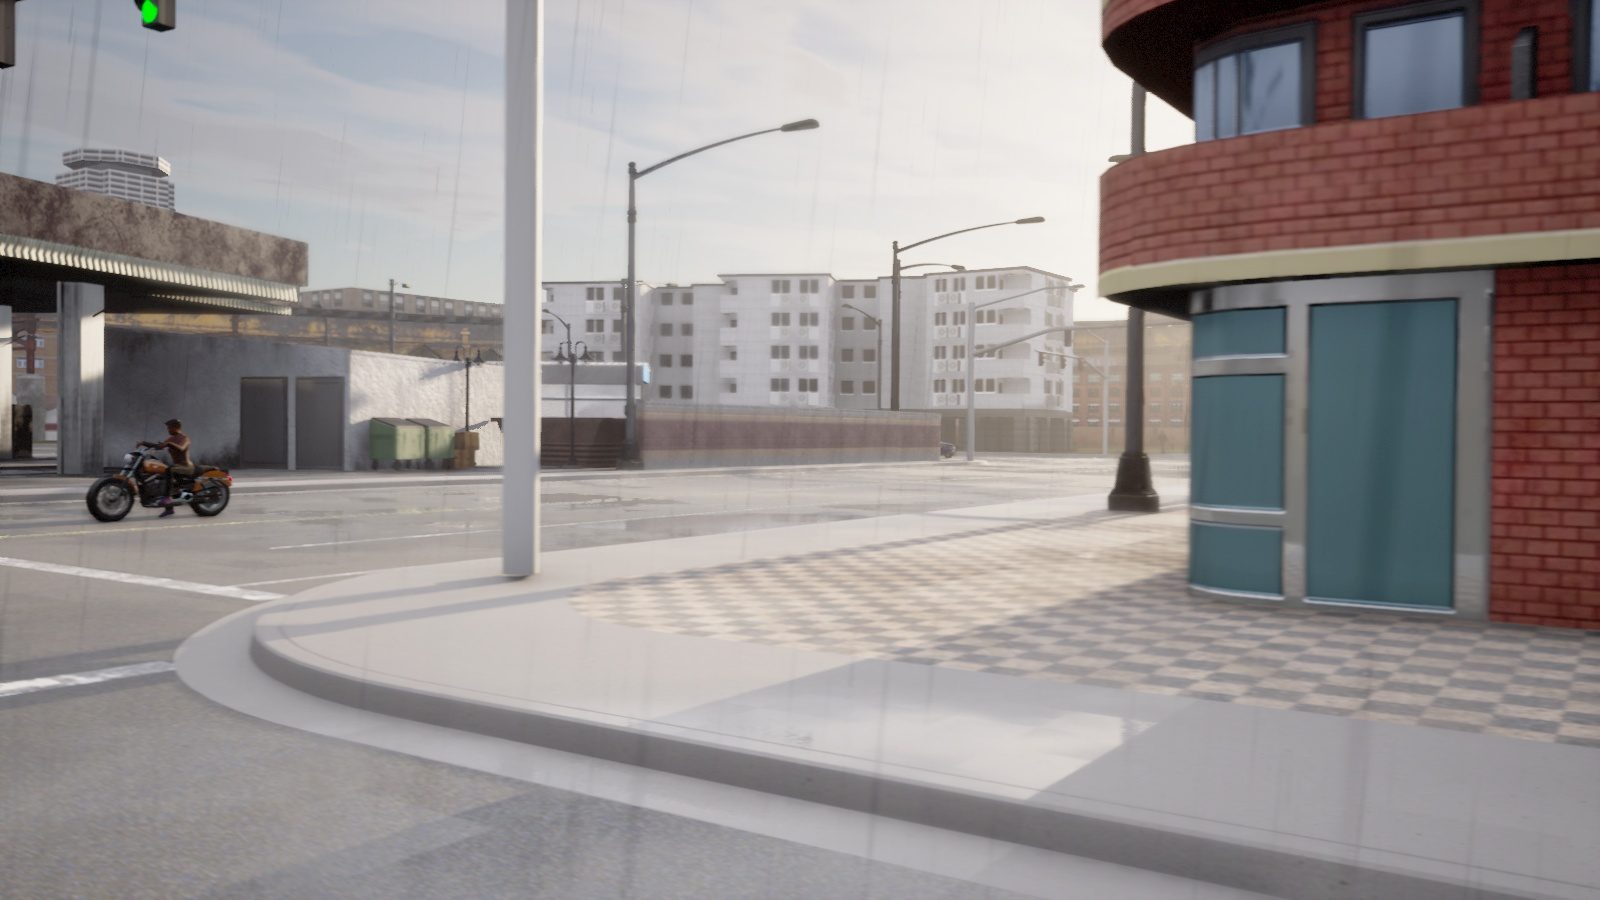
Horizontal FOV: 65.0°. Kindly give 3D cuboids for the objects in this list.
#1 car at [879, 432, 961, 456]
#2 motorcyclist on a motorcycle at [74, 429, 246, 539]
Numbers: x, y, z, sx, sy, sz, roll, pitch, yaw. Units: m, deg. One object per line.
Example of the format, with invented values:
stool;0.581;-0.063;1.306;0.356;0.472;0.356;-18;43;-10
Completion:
car;7.351;-0.380;77.051;4.674;1.442;1.812;0;1;34
motorcyclist on a motorcycle;-10.143;0.490;20.007;0.766;1.649;2.350;0;1;33
